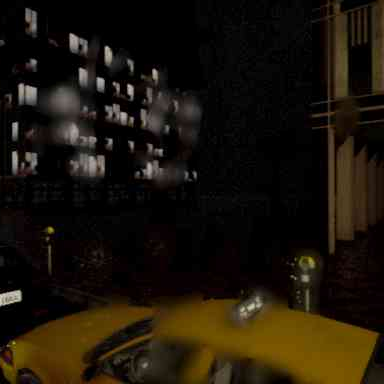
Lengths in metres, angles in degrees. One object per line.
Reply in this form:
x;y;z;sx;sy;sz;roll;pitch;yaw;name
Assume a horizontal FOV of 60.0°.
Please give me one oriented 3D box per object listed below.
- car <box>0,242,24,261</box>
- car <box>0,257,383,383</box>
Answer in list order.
-4.280;1.534;5.939;4.313;1.339;1.947;0;0;36;car
0.205;1.519;2.737;4.829;1.417;1.752;0;0;36;car
